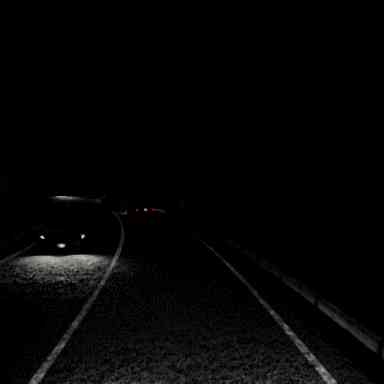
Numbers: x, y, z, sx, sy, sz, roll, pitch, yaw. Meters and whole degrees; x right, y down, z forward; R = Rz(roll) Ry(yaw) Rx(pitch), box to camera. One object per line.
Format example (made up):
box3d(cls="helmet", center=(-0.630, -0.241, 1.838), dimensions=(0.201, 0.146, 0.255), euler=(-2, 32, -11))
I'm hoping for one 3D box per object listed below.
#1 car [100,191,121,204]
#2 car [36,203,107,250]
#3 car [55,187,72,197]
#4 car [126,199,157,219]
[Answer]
box3d(cls="car", center=(-10.228, 0.668, 41.613), dimensions=(2.128, 1.511, 4.902), euler=(1, 2, -26))
box3d(cls="car", center=(-4.984, 1.452, 14.255), dimensions=(2.033, 1.411, 5.357), euler=(0, 1, -10))
box3d(cls="car", center=(-20.163, -0.040, 52.011), dimensions=(1.994, 1.385, 4.181), euler=(2, 3, -31))
box3d(cls="car", center=(-4.032, 1.267, 26.136), dimensions=(2.033, 1.411, 5.357), euler=(1, 1, -17))
